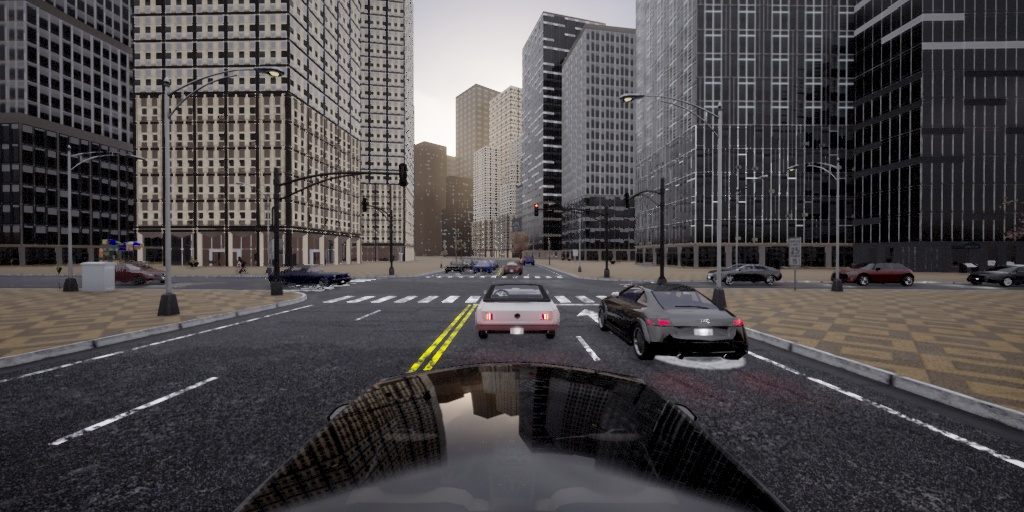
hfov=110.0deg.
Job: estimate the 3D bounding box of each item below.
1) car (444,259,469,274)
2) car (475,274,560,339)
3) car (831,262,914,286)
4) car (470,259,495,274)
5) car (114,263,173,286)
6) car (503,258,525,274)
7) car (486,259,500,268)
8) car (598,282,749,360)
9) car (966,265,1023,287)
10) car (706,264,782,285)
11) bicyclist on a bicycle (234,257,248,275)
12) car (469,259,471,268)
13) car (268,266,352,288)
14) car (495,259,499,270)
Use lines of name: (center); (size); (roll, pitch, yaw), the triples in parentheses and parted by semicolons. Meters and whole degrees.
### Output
car: (-6.502, 1.320, 41.345); (1.895, 1.301, 4.718); (0, 0, 0)
car: (0.120, 1.348, 10.054); (1.895, 1.301, 4.718); (0, 0, 0)
car: (25.959, 1.203, 25.951); (4.553, 1.767, 2.097); (0, 0, 1)
car: (-3.252, 1.197, 40.668); (1.882, 1.535, 5.008); (0, 0, 0)
car: (-25.418, 1.166, 23.852); (4.674, 1.442, 1.812); (1, 0, 1)
car: (0.107, 1.251, 37.185); (1.812, 1.442, 4.674); (0, 0, 3)
car: (-3.204, 1.229, 60.391); (2.033, 1.411, 5.357); (0, 0, 0)
car: (3.372, 1.312, 8.334); (1.994, 1.385, 4.181); (0, 0, 0)
car: (35.860, 1.401, 25.715); (4.892, 1.490, 1.837); (0, 0, 1)
car: (16.877, 1.301, 26.168); (4.902, 1.511, 2.128); (0, 0, 1)
bicyclist on a bicycle: (-24.630, 0.871, 32.559); (0.582, 1.620, 1.656); (0, 1, 2)
car: (-6.473, 1.204, 51.696); (1.837, 1.490, 4.892); (0, 0, 0)
car: (-12.842, 1.304, 22.967); (4.718, 1.301, 1.895); (0, 0, 9)
car: (-3.227, 1.229, 50.012); (1.812, 1.442, 4.674); (0, 0, 0)
